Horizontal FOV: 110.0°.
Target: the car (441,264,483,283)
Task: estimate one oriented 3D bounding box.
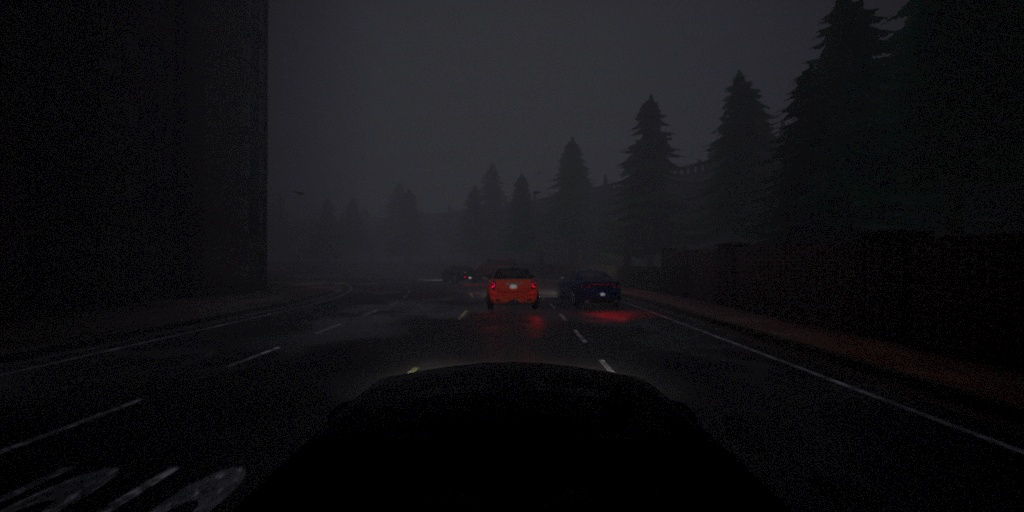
[{"bbox_3d":[-4.653,1.531,31.212,1.837,1.490,4.892,0,0,-31],"label":"car"}]

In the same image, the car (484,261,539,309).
[{"bbox_3d":[-0.063,1.233,16.002,2.097,1.767,4.553,0,-1,-3],"label":"car"}]

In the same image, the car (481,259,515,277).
[{"bbox_3d":[-1.462,1.254,32.728,2.150,2.045,5.566,0,-1,-30],"label":"car"}]

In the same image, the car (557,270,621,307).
[{"bbox_3d":[3.392,1.365,16.559,1.882,1.535,5.008,0,0,-4],"label":"car"}]
